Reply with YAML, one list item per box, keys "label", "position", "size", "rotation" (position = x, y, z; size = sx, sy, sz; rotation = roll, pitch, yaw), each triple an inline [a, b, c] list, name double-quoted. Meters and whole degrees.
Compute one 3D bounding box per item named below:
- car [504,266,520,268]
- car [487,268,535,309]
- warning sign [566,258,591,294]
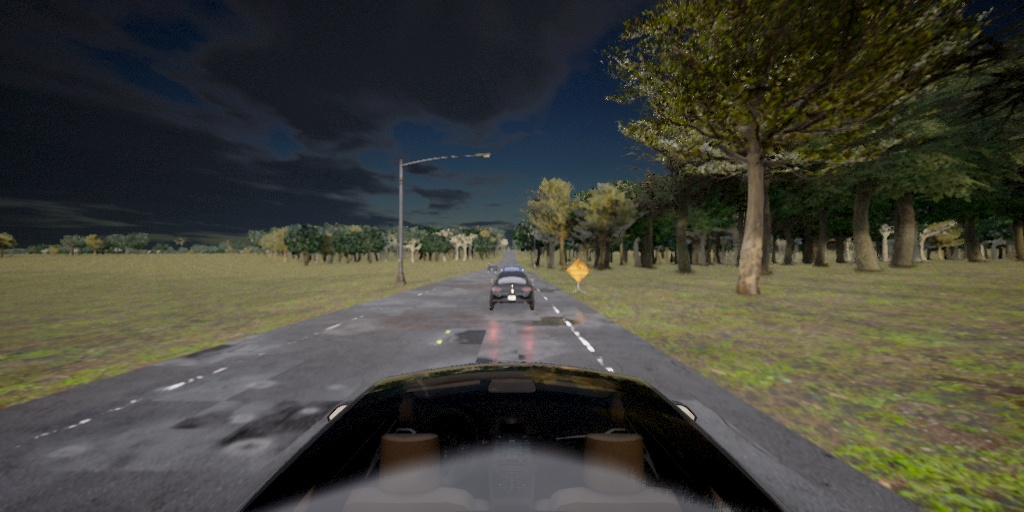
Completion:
- label: "car"
  position: [0.003, 1.563, 31.118]
  size: [1.882, 1.535, 5.008]
  rotation: [0, 0, 0]
- label: "car"
  position: [0.011, 1.426, 15.774]
  size: [1.812, 1.442, 4.674]
  rotation: [0, 0, 0]
- label: "warning sign"
  position: [3.538, 1.056, 19.167]
  size: [1.300, 1.860, 1.060]
  rotation: [0, 0, 0]
